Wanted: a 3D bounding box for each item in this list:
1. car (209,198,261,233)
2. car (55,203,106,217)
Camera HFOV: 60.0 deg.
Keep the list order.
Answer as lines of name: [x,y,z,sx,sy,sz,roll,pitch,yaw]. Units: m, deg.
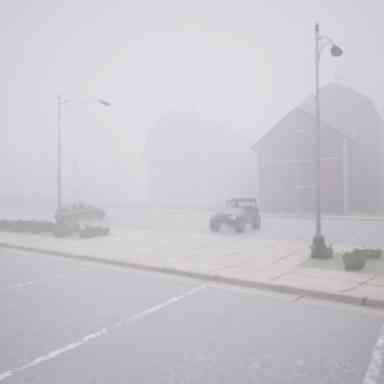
car: [2.679,1.322,19.861,1.905,1.878,3.866,0,0,34]
car: [-8.900,1.593,26.788,1.816,1.474,4.193,0,0,34]
